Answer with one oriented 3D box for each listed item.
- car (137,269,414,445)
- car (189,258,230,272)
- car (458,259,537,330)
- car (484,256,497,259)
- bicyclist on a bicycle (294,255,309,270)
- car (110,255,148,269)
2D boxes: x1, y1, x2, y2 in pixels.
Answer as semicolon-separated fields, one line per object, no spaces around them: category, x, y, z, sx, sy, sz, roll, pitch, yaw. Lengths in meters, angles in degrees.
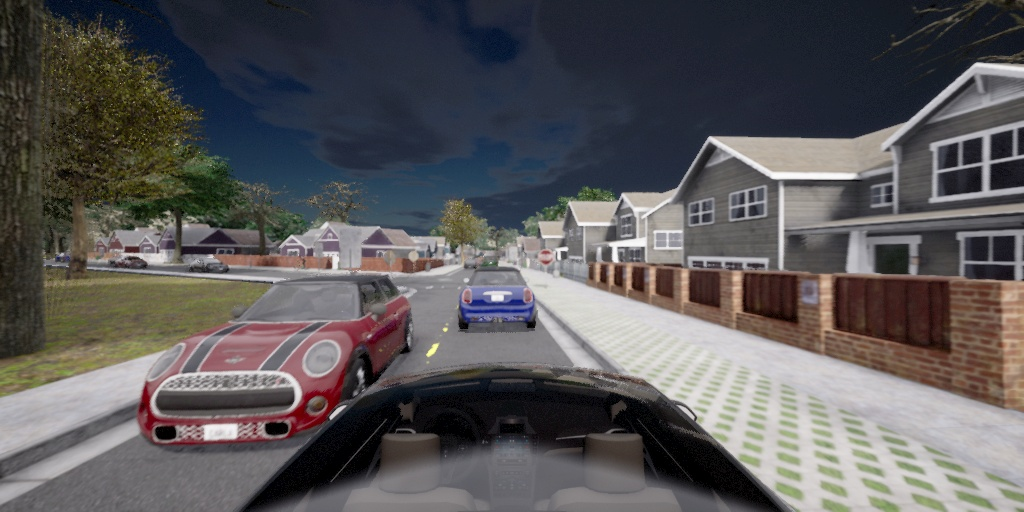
car;-2.992;1.110;5.711;2.097;1.767;4.553;0;0;-4
car;-30.424;0.981;35.942;4.674;1.442;1.812;1;1;26
car;-0.489;1.097;11.343;2.097;1.767;4.553;0;0;-3
car;-2.845;0.976;47.555;2.150;2.045;5.566;0;0;-4
bicyclist on a bicycle;-22.752;0.744;38.748;0.582;1.620;1.656;1;1;26
car;-46.617;0.789;43.856;4.674;1.442;1.812;1;1;26
